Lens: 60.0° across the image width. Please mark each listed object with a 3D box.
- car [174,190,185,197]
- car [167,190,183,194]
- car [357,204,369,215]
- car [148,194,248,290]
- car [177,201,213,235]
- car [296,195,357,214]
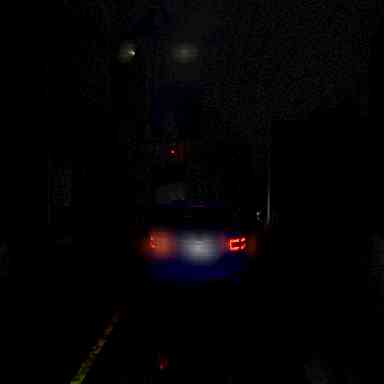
[{"bbox_3d":[-2.516,0.274,67.186,1.895,1.301,4.718,0,2,1],"label":"car"},{"bbox_3d":[-2.689,0.830,45.206,2.128,1.511,4.902,0,2,-1],"label":"car"},{"bbox_3d":[18.234,1.525,32.436,4.206,1.307,1.802,1,0,0],"label":"car"},{"bbox_3d":[0.116,1.195,9.142,2.150,2.045,5.566,0,0,0],"label":"car"},{"bbox_3d":[0.128,1.389,19.168,1.837,1.490,4.892,0,1,0],"label":"car"},{"bbox_3d":[12.836,1.181,32.446,5.009,1.841,2.192,1,0,0],"label":"car"}]
